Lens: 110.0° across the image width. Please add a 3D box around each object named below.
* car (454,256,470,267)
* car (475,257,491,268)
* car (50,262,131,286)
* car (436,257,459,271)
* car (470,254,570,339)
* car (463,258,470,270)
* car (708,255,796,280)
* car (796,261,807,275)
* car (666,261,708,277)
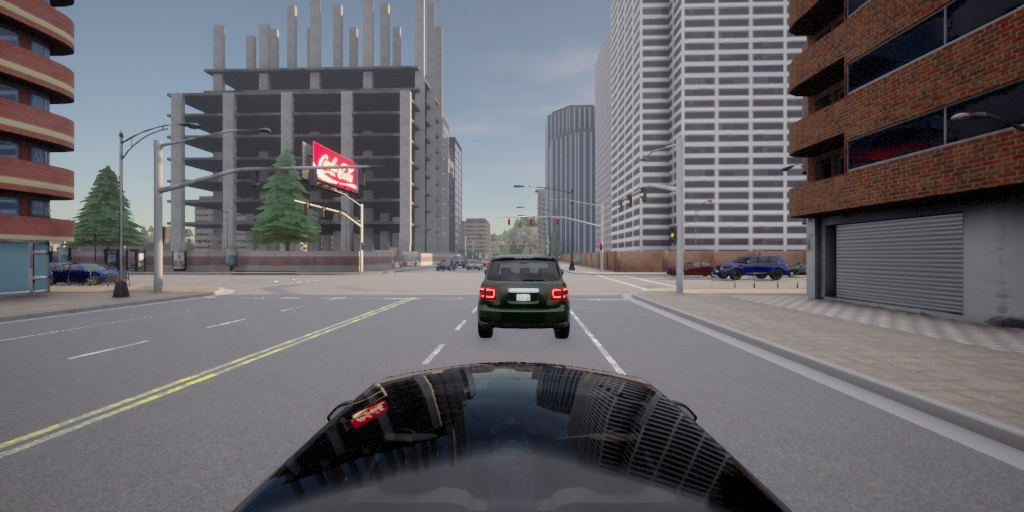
[{"bbox_3d":[-8.501,0.971,58.355,2.150,2.045,5.566,0,0,1],"label":"car"},{"bbox_3d":[-4.875,1.102,61.243,2.097,1.767,4.553,0,0,2],"label":"car"},{"bbox_3d":[-29.503,1.228,24.874,5.008,1.535,1.882,0,0,2],"label":"car"},{"bbox_3d":[-8.883,1.254,48.507,1.837,1.490,4.892,0,0,2],"label":"car"},{"bbox_3d":[0.338,0.971,10.267,2.150,2.045,5.566,0,0,2],"label":"car"},{"bbox_3d":[-5.279,1.351,51.143,1.895,1.301,4.718,0,0,2],"label":"car"},{"bbox_3d":[20.224,0.971,30.462,5.566,2.045,2.150,0,0,2],"label":"car"},{"bbox_3d":[27.238,1.241,33.722,4.902,1.511,2.128,0,0,2],"label":"car"},{"bbox_3d":[17.308,1.227,34.055,5.008,1.535,1.882,0,0,2],"label":"car"}]
